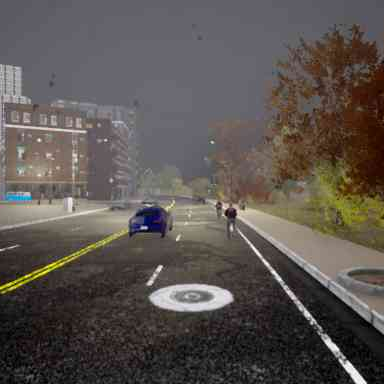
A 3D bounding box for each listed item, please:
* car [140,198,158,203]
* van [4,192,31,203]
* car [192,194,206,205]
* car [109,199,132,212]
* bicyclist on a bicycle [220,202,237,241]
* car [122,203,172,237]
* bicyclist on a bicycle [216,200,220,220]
[{"bbox_3d":[-5.089,1.479,40.113,2.128,1.511,4.902,0,0,1],"label":"car"},{"bbox_3d":[-29.548,0.882,56.612,3.998,1.788,1.690,1,-1,-30],"label":"van"},{"bbox_3d":[1.394,1.473,60.002,1.837,1.490,4.892,0,0,-1],"label":"car"},{"bbox_3d":[-8.331,1.537,39.595,2.033,1.411,5.357,0,0,1],"label":"car"},{"bbox_3d":[1.810,1.366,15.617,0.659,1.776,1.843,0,0,2],"label":"bicyclist on a bicycle"},{"bbox_3d":[-2.149,1.521,17.917,1.812,1.442,4.674,0,0,2],"label":"car"},{"bbox_3d":[2.172,1.444,26.662,0.582,1.620,1.656,0,0,1],"label":"bicyclist on a bicycle"}]
